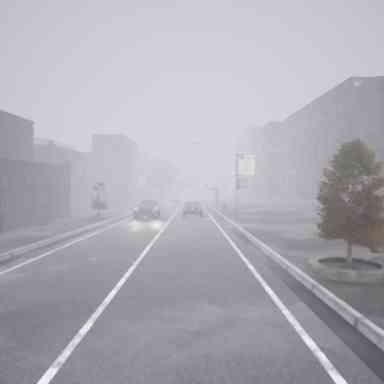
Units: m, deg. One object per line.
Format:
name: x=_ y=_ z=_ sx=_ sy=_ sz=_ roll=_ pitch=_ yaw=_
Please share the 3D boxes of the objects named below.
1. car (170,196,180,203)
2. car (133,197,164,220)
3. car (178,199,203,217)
car: x=-3.412 y=1.514 z=68.767 sx=1.882 sy=1.535 sz=5.008 roll=0 pitch=0 yaw=0
car: x=-3.561 y=1.320 z=27.749 sx=2.097 sy=1.767 sz=4.553 roll=0 pitch=0 yaw=0
car: x=0.063 y=1.514 z=31.161 sx=2.033 sy=1.411 sz=5.357 roll=0 pitch=0 yaw=0
